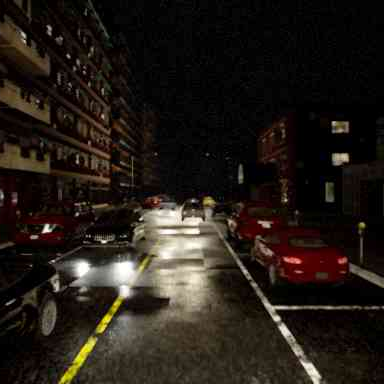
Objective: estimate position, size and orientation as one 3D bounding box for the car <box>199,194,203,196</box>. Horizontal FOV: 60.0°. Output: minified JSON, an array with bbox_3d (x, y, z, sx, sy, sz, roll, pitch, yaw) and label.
[{"bbox_3d":[2.684,1.546,58.812,2.008,1.369,4.403,0,0,0],"label":"car"}]

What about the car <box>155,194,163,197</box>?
[{"bbox_3d":[-5.694,1.430,47.732,1.967,1.590,4.097,0,0,0],"label":"car"}]

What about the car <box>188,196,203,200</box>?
[{"bbox_3d":[0.081,1.536,43.225,2.033,1.411,5.357,0,0,0],"label":"car"}]

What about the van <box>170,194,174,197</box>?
[{"bbox_3d":[-5.698,1.352,75.429,1.690,1.788,3.998,0,0,0],"label":"van"}]

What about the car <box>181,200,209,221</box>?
[{"bbox_3d":[0.094,1.587,26.876,1.895,1.301,4.718,0,0,0],"label":"car"}]

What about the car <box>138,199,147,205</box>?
[{"bbox_3d":[-5.692,1.512,30.944,1.752,1.417,4.829,0,0,0],"label":"car"}]

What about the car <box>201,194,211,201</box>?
[{"bbox_3d":[2.685,1.517,53.443,1.752,1.417,4.829,0,0,0],"label":"car"}]

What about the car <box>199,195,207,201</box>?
[{"bbox_3d":[2.682,1.459,80.969,1.967,1.590,4.097,0,0,0],"label":"car"}]

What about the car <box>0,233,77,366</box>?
[{"bbox_3d":[-3.083,1.523,3.802,1.812,1.442,4.674,0,0,0],"label":"car"}]

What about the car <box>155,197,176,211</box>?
[{"bbox_3d":[-3.025,1.589,40.932,1.895,1.301,4.718,0,0,1],"label":"car"}]

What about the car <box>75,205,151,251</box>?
[{"bbox_3d":[-3.077,1.495,14.093,1.837,1.490,4.892,0,0,0],"label":"car"}]

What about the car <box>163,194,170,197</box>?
[{"bbox_3d":[-5.696,1.310,58.811,2.192,1.841,5.009,0,0,0],"label":"car"}]

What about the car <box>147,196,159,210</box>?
[{"bbox_3d":[-5.694,1.533,42.194,1.887,1.381,4.507,0,0,0],"label":"car"}]

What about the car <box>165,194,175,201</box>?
[{"bbox_3d":[-5.700,1.343,86.508,2.192,1.841,5.009,0,0,0],"label":"car"}]

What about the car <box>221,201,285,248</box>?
[{"bbox_3d":[2.692,1.305,14.499,2.192,1.841,5.009,0,0,0],"label":"car"}]

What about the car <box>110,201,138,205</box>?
[{"bbox_3d":[-5.692,1.538,25.575,2.008,1.369,4.403,0,0,0],"label":"car"}]

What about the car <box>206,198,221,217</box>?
[{"bbox_3d":[2.689,1.537,31.116,2.008,1.369,4.403,0,0,0],"label":"car"}]

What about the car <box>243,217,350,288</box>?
[{"bbox_3d":[2.691,1.575,8.960,1.802,1.307,4.206,0,0,0],"label":"car"}]

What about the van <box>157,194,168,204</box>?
[{"bbox_3d":[-5.696,1.340,64.352,1.690,1.788,3.998,0,0,0],"label":"van"}]

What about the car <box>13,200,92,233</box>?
[{"bbox_3d":[-5.689,1.305,14.497,2.192,1.841,5.009,0,0,0],"label":"car"}]

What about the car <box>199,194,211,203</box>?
[{"bbox_3d":[2.684,1.320,69.891,2.192,1.841,5.009,0,0,0],"label":"car"}]
